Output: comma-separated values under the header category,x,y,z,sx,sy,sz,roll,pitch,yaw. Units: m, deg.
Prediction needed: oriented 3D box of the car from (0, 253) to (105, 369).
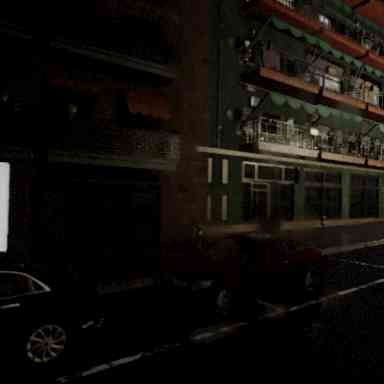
category,x,y,z,sx,sy,sz,roll,pitch,yaw
car,-3.332,1.550,4.165,4.403,1.369,2.008,0,1,-35

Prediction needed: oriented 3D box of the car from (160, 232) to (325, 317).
category,x,y,z,sx,sy,sz,roll,pitch,yaw
car,1.310,1.607,7.469,4.206,1.307,1.802,0,1,-35
